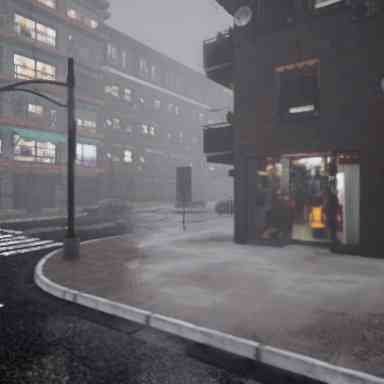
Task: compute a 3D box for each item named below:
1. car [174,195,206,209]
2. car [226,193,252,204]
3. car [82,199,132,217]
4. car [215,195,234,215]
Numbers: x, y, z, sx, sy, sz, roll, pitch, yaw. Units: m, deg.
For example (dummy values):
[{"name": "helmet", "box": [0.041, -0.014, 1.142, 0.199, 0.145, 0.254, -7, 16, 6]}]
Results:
[{"name": "car", "box": [-0.110, 1.033, 35.979, 1.947, 1.339, 4.313, 1, 2, 35]}, {"name": "car", "box": [6.417, 0.868, 45.226, 1.802, 1.307, 4.206, 1, 2, 35]}, {"name": "car", "box": [-6.743, 1.215, 26.799, 1.947, 1.339, 4.313, 1, 2, 35]}, {"name": "car", "box": [3.512, 1.089, 26.443, 1.887, 1.381, 4.507, 1, 1, 35]}]
